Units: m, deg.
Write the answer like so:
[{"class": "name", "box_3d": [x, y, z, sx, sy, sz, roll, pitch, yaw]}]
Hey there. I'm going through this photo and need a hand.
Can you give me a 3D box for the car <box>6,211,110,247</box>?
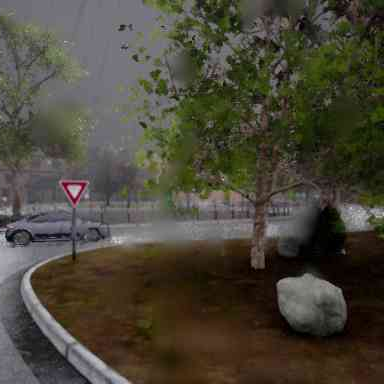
[{"class": "car", "box_3d": [-5.760, 1.521, 14.629, 4.181, 1.385, 1.994, 0, 0, -19]}]
